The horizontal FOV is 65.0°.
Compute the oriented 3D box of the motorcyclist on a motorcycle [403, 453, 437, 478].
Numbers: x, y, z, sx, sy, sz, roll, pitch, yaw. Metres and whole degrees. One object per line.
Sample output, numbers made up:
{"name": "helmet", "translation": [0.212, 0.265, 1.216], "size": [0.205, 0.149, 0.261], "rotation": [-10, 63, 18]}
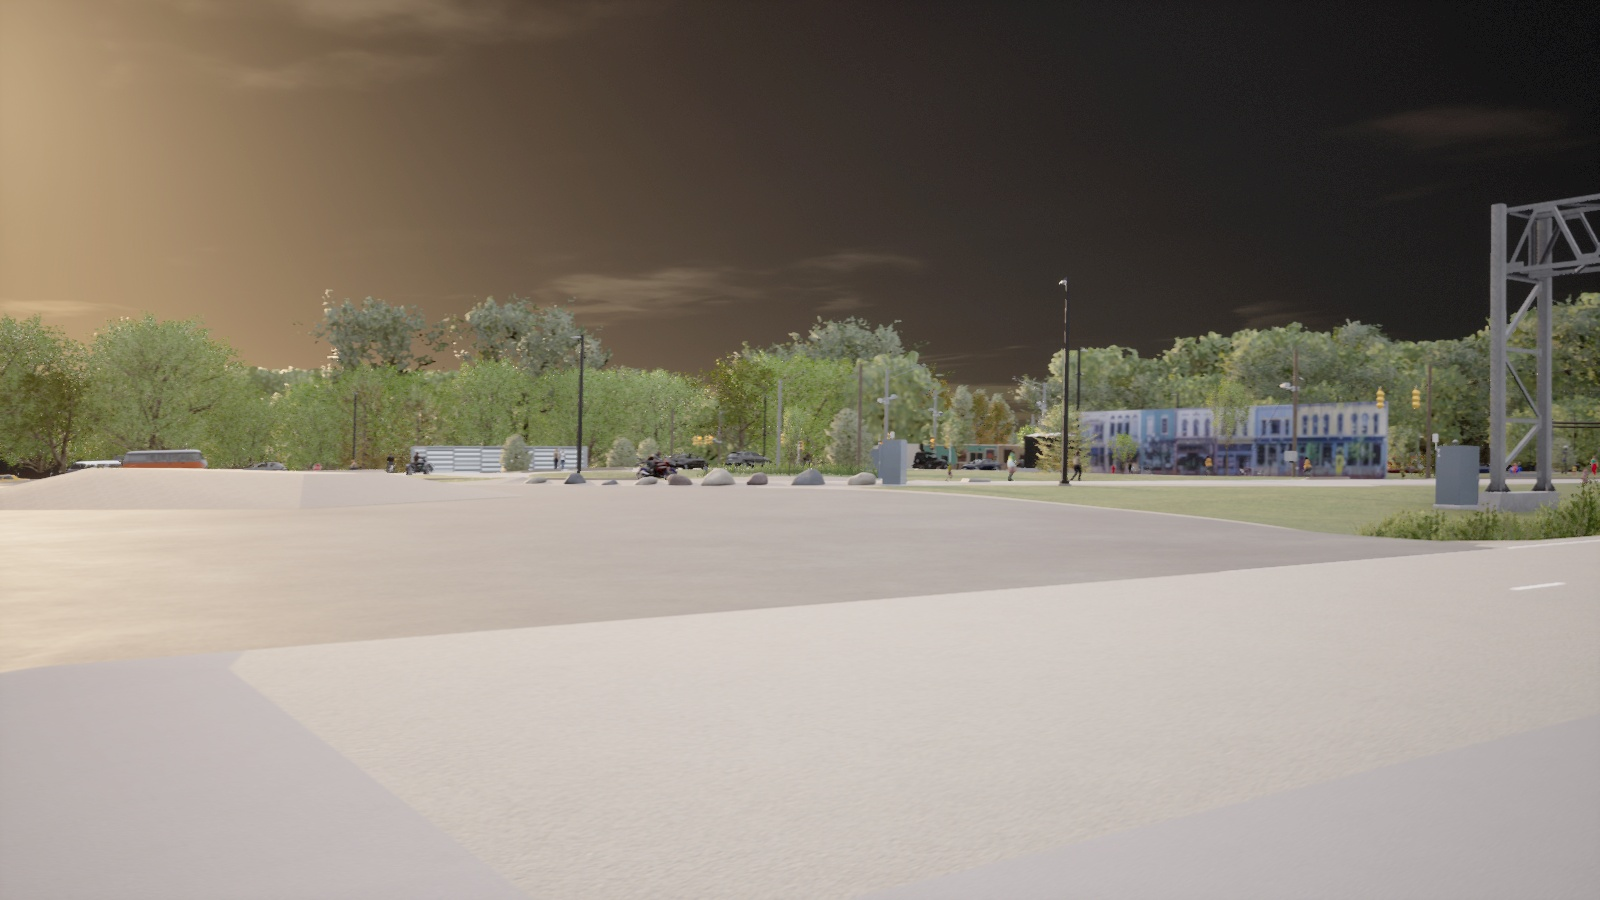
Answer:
{"name": "motorcyclist on a motorcycle", "translation": [-25.190, 1.004, 83.295], "size": [0.766, 1.649, 2.350], "rotation": [1, 0, 27]}

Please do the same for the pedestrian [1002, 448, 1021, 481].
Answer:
{"name": "pedestrian", "translation": [12.425, 0.860, 73.695], "size": [0.873, 1.952, 0.659], "rotation": [1, -1, -11]}

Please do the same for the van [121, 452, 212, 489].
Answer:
{"name": "van", "translation": [-36.255, 1.152, 71.988], "size": [4.442, 1.987, 1.775], "rotation": [-2, 0, -19]}

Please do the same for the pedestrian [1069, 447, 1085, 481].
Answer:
{"name": "pedestrian", "translation": [15.990, 0.834, 72.443], "size": [0.788, 1.949, 0.423], "rotation": [1, -1, -21]}

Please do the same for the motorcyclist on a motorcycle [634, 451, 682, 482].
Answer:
{"name": "motorcyclist on a motorcycle", "translation": [-7.033, 0.832, 62.157], "size": [2.191, 1.530, 0.866], "rotation": [0, -2, 19]}
